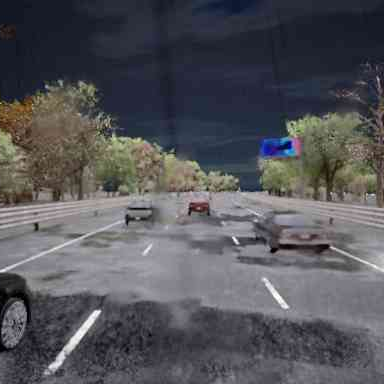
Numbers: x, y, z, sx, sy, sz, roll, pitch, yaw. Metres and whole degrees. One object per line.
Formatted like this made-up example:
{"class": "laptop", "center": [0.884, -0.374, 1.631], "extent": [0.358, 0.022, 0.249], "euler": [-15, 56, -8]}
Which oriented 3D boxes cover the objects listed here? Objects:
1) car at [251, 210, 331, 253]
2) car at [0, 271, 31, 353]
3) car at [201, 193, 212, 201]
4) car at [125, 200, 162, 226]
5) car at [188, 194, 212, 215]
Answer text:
{"class": "car", "center": [3.618, 1.432, 13.064], "extent": [2.033, 1.411, 5.357], "euler": [0, 1, 1]}
{"class": "car", "center": [-3.376, 1.458, 3.164], "extent": [2.128, 1.511, 4.902], "euler": [0, 1, 0]}
{"class": "car", "center": [3.073, 0.993, 68.235], "extent": [2.033, 1.411, 5.357], "euler": [0, 0, 5]}
{"class": "car", "center": [-3.061, 1.295, 21.660], "extent": [2.128, 1.511, 4.902], "euler": [0, 0, 2]}
{"class": "car", "center": [0.695, 1.209, 30.769], "extent": [1.882, 1.535, 5.008], "euler": [0, 0, 2]}
